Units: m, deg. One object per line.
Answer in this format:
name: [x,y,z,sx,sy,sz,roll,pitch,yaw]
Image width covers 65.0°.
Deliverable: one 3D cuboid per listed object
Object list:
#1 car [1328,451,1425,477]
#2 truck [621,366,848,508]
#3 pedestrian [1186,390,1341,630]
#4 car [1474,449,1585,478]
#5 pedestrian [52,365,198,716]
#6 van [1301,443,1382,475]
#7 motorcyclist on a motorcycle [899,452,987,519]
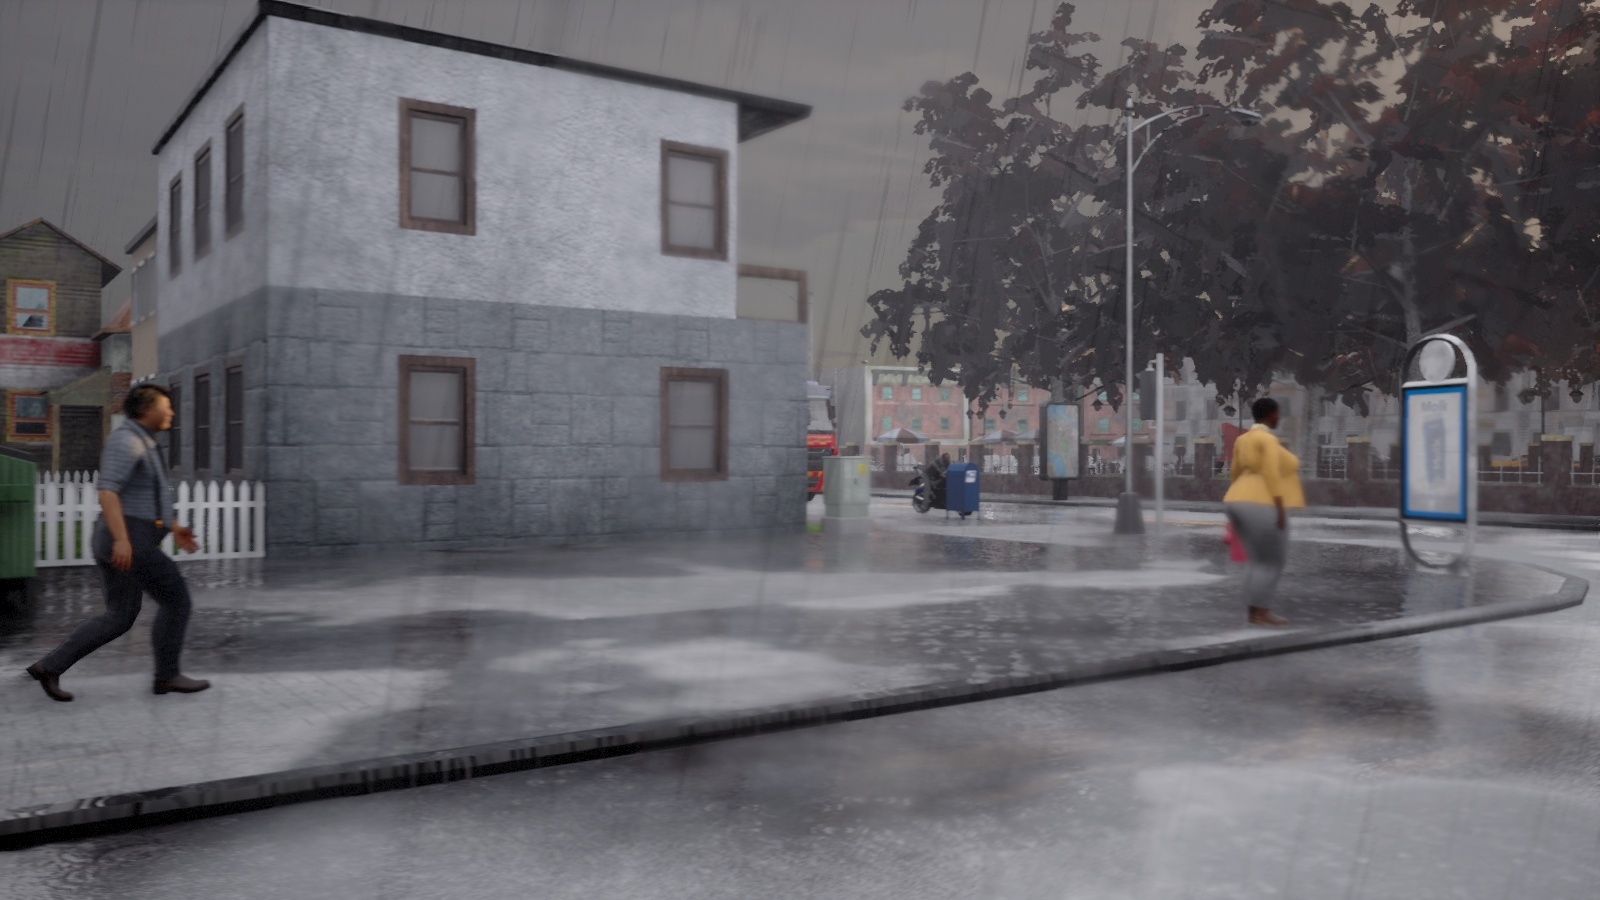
car: [33.540,0.787,73.171,1.837,1.490,4.892,0,0,-35]
truck: [-2.251,-0.341,38.380,2.891,3.827,8.468,0,0,-35]
pedestrian: [3.731,0.463,10.181,0.900,1.855,0.874,0,0,-3]
car: [40.619,0.733,70.029,1.882,1.535,5.008,0,0,-35]
pedestrian: [-3.752,0.479,7.012,0.694,1.848,0.540,0,0,-27]
van: [34.143,0.545,79.287,1.775,1.987,4.442,0,0,-35]
motorcyclist on a motorcycle: [3.429,0.826,30.235,0.866,1.530,2.191,0,0,-35]
